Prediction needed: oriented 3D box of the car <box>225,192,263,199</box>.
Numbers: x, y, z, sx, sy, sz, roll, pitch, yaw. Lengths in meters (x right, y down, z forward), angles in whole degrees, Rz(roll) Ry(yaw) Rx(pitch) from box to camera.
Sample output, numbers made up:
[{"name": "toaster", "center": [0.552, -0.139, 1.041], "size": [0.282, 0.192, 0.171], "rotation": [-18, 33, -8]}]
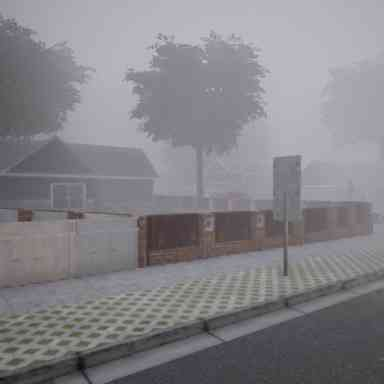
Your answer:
[{"name": "car", "center": [5.447, 0.982, 32.725], "size": [2.150, 2.045, 5.566], "rotation": [0, 0, -36]}]

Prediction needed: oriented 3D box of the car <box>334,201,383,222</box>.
[{"name": "car", "center": [11.378, 1.405, 24.372], "size": [1.812, 1.442, 4.674], "rotation": [0, 1, -35]}]
